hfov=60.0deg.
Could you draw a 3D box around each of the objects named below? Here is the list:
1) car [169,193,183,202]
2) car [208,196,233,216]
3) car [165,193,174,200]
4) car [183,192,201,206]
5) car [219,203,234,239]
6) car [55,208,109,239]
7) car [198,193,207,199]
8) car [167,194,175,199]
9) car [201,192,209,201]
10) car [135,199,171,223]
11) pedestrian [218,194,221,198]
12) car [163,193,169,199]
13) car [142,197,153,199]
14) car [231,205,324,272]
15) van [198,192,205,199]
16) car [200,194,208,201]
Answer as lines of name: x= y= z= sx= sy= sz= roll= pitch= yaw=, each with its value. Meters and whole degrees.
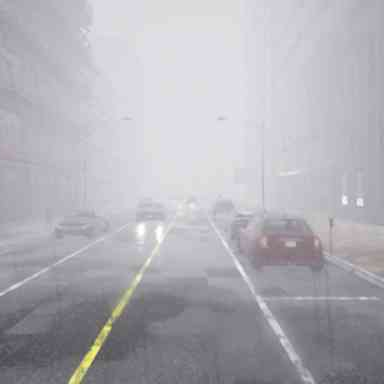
car: x=-2.740 y=0.960 z=65.243 sx=2.097 sy=1.767 sz=4.553 roll=0 pitch=0 yaw=0
car: x=2.759 y=1.322 z=30.079 sx=1.837 sy=1.490 sz=4.892 roll=0 pitch=0 yaw=0
car: x=-5.278 y=0.964 z=78.627 sx=1.967 sy=1.590 sz=4.097 roll=1 pitch=0 yaw=0
car: x=0.049 y=1.211 z=48.448 sx=1.837 sy=1.490 sz=4.892 roll=0 pitch=1 yaw=1
car: x=2.581 y=1.445 z=16.275 sx=1.887 sy=1.381 sz=4.507 roll=1 pitch=0 yaw=0
car: x=-5.300 y=1.481 z=16.517 sx=1.802 sy=1.307 sz=4.206 roll=1 pitch=0 yaw=0
car: x=2.602 y=1.042 z=84.103 sx=2.008 sy=1.369 sz=4.403 roll=1 pitch=0 yaw=0
car: x=-5.279 y=1.073 z=84.275 sx=1.802 sy=1.307 sz=4.206 roll=1 pitch=0 yaw=0
car: x=2.597 y=1.144 z=67.146 sx=2.008 sy=1.369 sz=4.403 roll=1 pitch=0 yaw=0
car: x=-2.841 y=1.417 z=24.121 sx=1.994 sy=1.385 sz=4.181 roll=0 pitch=0 yaw=0
pedestrian: x=2.760 y=1.093 z=33.037 sx=0.375 sy=1.860 sz=0.375 roll=1 pitch=0 yaw=0
car: x=-5.282 y=1.124 z=72.982 sx=1.947 sy=1.339 sz=4.313 roll=1 pitch=0 yaw=0
car: x=-5.292 y=1.313 z=39.103 sx=2.008 sy=1.369 sz=4.403 roll=1 pitch=0 yaw=0
car: x=2.580 y=1.375 z=10.622 sx=1.967 sy=1.590 sz=4.097 roll=1 pitch=0 yaw=0
van: x=2.607 y=0.799 z=89.754 sx=1.690 sy=1.788 sz=3.998 roll=1 pitch=0 yaw=0
car: x=2.599 y=1.083 z=72.968 sx=1.752 sy=1.417 sz=4.829 roll=1 pitch=0 yaw=0
